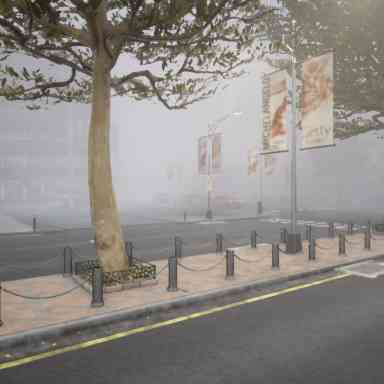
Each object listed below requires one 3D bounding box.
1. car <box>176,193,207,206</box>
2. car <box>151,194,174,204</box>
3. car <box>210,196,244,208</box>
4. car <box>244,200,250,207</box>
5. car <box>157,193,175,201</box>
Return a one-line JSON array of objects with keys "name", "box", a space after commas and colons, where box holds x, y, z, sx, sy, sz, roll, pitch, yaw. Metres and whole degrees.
[{"name": "car", "box": [-0.181, 1.352, 55.969, 2.097, 1.767, 4.553, 0, 0, -36]}, {"name": "car", "box": [-6.088, 1.564, 63.577, 1.994, 1.385, 4.181, 0, 0, -42]}, {"name": "car", "box": [4.915, 1.352, 48.890, 2.097, 1.767, 4.553, 0, 0, -35]}, {"name": "car", "box": [6.978, 1.526, 52.034, 1.812, 1.442, 4.674, 0, 0, -36]}, {"name": "car", "box": [-5.093, 1.221, 67.879, 5.566, 2.045, 2.150, 0, 0, 45]}]
